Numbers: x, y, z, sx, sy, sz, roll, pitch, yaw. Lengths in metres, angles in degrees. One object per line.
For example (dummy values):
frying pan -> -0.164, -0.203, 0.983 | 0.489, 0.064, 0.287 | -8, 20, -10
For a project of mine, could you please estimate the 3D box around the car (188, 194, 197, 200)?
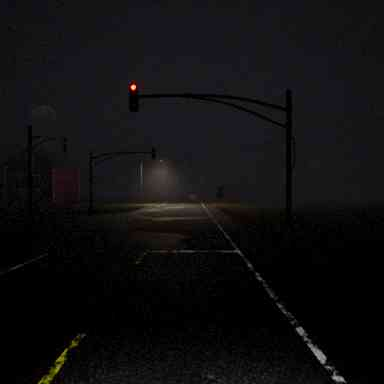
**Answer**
car -> 0.101, 1.242, 86.558 | 2.097, 1.767, 4.553 | 0, 0, 0
